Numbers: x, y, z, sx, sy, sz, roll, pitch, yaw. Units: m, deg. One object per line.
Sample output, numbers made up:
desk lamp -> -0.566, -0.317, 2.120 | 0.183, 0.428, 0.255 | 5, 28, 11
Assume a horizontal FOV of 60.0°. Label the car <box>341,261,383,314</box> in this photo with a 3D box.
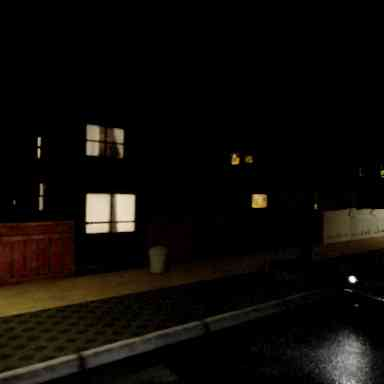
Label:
car -> 5.061, 1.688, 6.664 | 4.718, 1.301, 1.895 | 1, 0, -35
